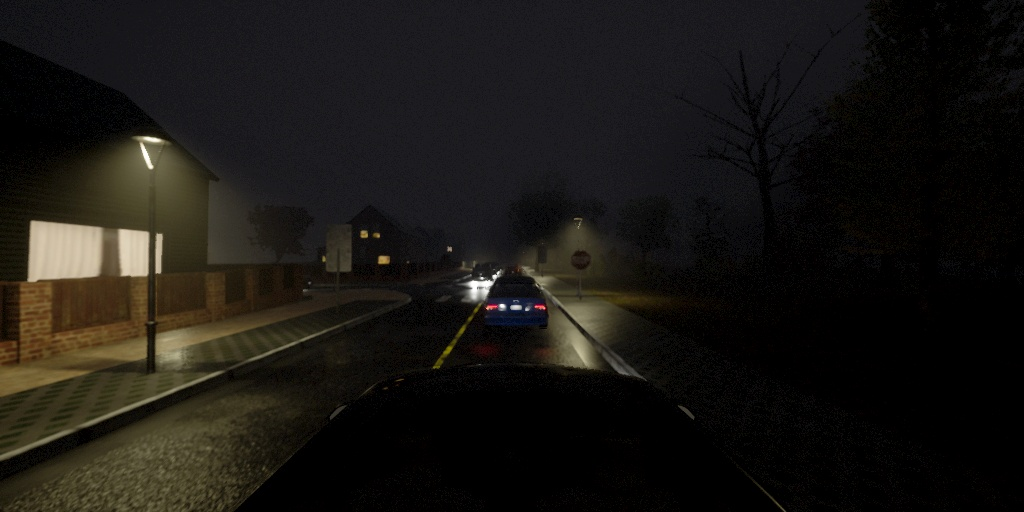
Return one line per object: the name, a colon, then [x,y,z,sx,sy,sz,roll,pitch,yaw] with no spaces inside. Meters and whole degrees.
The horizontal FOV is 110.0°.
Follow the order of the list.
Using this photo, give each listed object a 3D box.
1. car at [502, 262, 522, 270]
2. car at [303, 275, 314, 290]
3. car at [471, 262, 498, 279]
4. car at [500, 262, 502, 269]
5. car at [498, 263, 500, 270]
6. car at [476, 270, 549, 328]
car: [0.115,1.543,40.500,1.812,1.442,4.674,0,0,0]
car: [-14.785,1.403,22.167,4.674,1.442,1.812,0,-2,2]
car: [-2.839,1.468,35.106,2.128,1.511,4.902,0,0,0]
car: [-2.805,1.650,55.427,1.837,1.490,4.892,0,0,0]
car: [-2.823,1.561,45.213,1.837,1.490,4.892,0,0,0]
car: [0.098,1.357,11.541,2.033,1.411,5.357,0,0,0]
